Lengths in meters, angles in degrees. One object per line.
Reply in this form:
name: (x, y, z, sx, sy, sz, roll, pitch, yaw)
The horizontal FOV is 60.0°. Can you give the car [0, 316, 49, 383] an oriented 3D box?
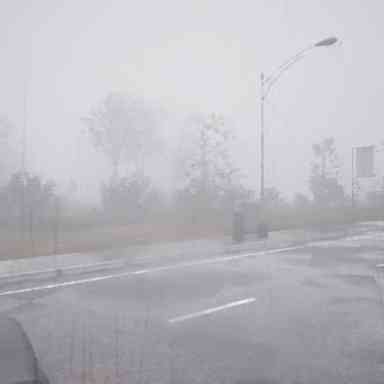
car: (-3.493, 1.554, 1.475, 5.357, 1.411, 2.033, 0, 0, -35)
